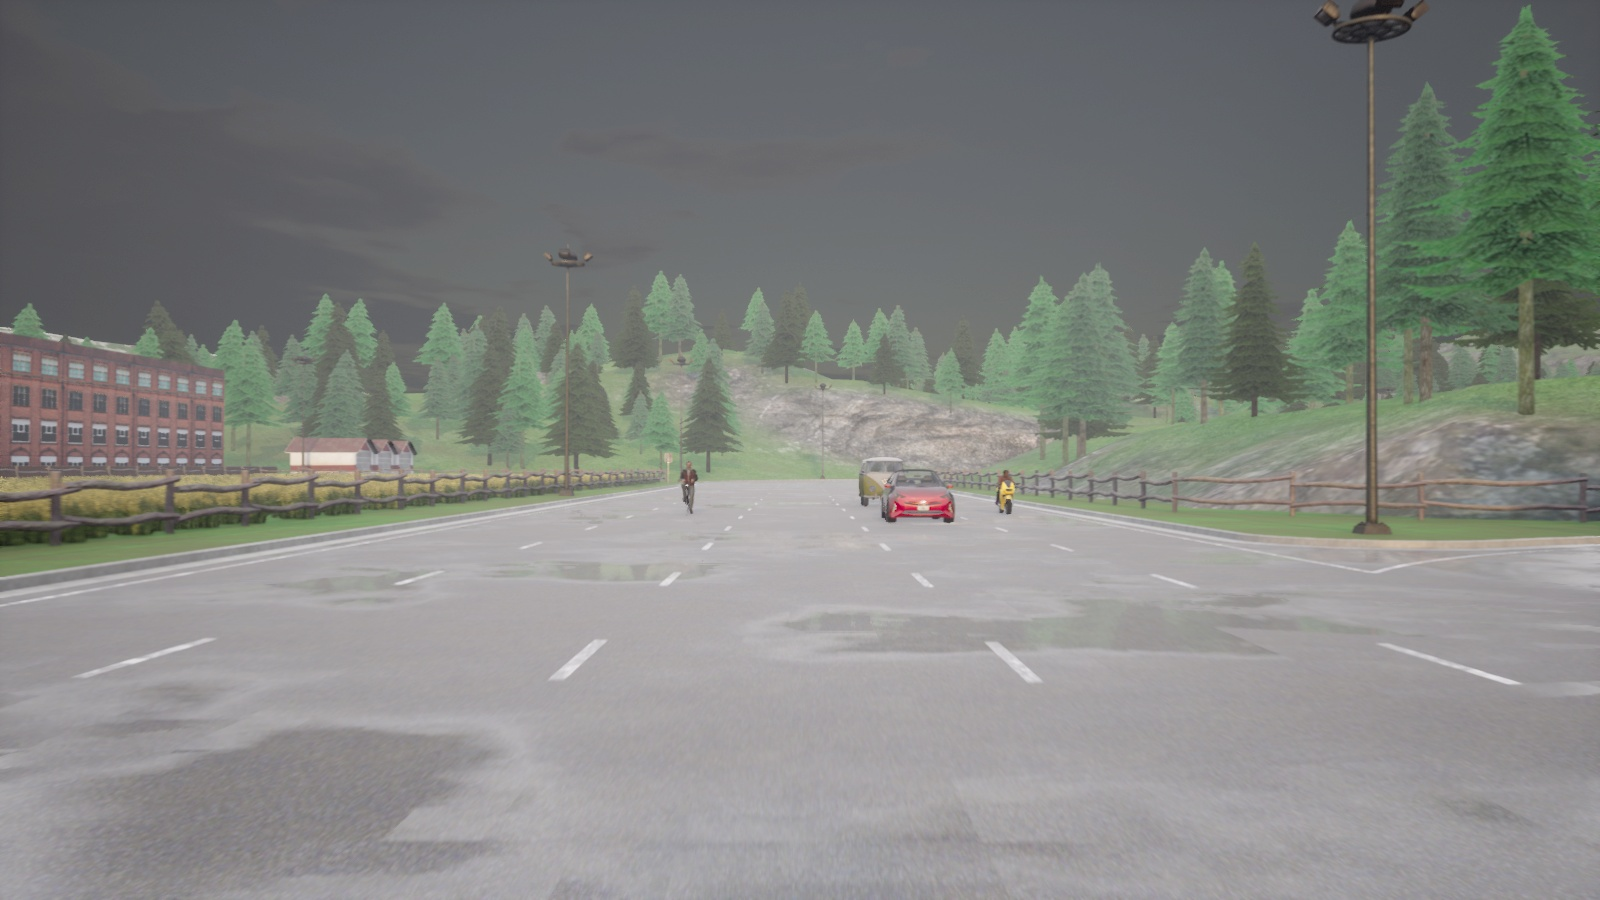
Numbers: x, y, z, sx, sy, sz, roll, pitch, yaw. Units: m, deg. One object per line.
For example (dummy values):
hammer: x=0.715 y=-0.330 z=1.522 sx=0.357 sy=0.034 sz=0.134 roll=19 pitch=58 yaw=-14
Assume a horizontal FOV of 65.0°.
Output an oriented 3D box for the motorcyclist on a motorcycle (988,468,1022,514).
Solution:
motorcyclist on a motorcycle: x=6.899 y=1.361 z=42.275 sx=0.797 sy=1.523 sz=2.044 roll=0 pitch=-1 yaw=0

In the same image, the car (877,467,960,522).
car: x=3.411 y=1.267 z=37.081 sx=2.007 sy=1.525 sz=4.514 roll=0 pitch=-1 yaw=0

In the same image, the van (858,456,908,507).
van: x=3.378 y=1.279 z=51.670 sx=1.775 sy=1.987 sz=4.442 roll=0 pitch=-1 yaw=0
